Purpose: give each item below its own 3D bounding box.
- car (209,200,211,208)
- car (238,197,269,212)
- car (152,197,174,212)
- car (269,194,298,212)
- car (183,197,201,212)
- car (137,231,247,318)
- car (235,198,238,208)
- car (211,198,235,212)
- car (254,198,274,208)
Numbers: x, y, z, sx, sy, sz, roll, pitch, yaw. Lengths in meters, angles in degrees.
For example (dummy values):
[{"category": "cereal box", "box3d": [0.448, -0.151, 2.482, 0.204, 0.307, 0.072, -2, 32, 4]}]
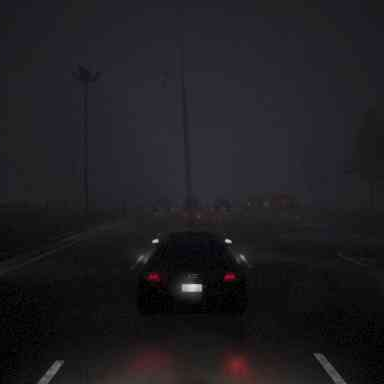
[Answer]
[{"category": "car", "box3d": [3.494, 1.601, 48.895, 1.895, 1.301, 4.718, 0, 0, 0]}, {"category": "car", "box3d": [6.998, 1.352, 38.421, 2.097, 1.767, 4.553, 0, 0, 0]}, {"category": "car", "box3d": [-3.499, 1.505, 38.878, 1.837, 1.490, 4.892, 0, 0, 0]}, {"category": "car", "box3d": [10.499, 1.221, 38.371, 2.150, 2.045, 5.566, 0, 0, 0]}, {"category": "car", "box3d": [0.001, 1.352, 38.861, 2.097, 1.767, 4.553, 0, 0, 0]}, {"category": "car", "box3d": [-0.002, 1.564, 7.539, 1.994, 1.385, 4.181, 0, 0, 0]}, {"category": "car", "box3d": [6.990, 1.547, 48.161, 2.033, 1.411, 5.357, 0, 0, 0]}, {"category": "car", "box3d": [3.498, 1.505, 38.623, 1.837, 1.490, 4.892, 0, 0, 0]}, {"category": "car", "box3d": [10.494, 1.601, 48.872, 1.895, 1.301, 4.718, 0, 0, 0]}]
